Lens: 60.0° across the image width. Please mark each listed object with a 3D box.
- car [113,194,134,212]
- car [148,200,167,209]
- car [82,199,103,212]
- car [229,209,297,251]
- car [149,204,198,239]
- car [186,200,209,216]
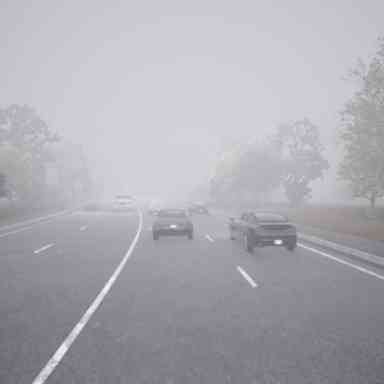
[{"bbox_3d":[-8.139,1.218,39.469,2.150,2.045,5.566,0,0,-10],"label":"car"},{"bbox_3d":[-3.553,1.517,34.792,1.812,1.442,4.674,0,0,-10],"label":"car"},{"bbox_3d":[-11.698,1.527,39.473,1.812,1.442,4.674,0,0,-10],"label":"car"},{"bbox_3d":[2.801,1.493,13.991,1.837,1.490,4.892,0,0,-5],"label":"car"},{"bbox_3d":[-1.060,1.559,17.401,1.994,1.385,4.181,0,0,-6],"label":"car"},{"bbox_3d":[0.411,1.513,32.274,1.812,1.442,4.674,0,0,-9],"label":"car"}]
